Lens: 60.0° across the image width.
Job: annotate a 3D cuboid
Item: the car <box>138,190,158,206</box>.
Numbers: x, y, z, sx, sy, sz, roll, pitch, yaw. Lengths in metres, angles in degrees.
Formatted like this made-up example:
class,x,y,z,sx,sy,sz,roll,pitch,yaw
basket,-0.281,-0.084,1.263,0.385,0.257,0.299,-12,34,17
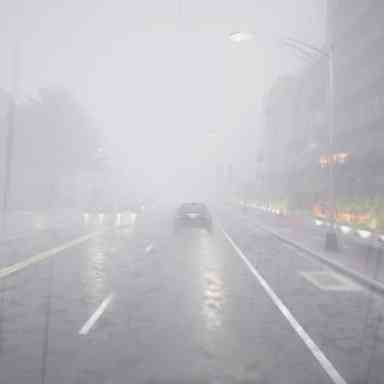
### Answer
class,x,y,z,sx,sy,sz,roll,pitch,yaw
car,-6.874,1.197,54.652,2.150,2.045,5.566,0,0,1

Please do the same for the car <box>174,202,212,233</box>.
class,x,y,z,sx,sy,sz,roll,pitch,yaw
car,0.057,1.352,19.978,2.097,1.767,4.553,0,0,0

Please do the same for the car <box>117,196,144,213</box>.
class,x,y,z,sx,sy,sz,roll,pitch,yaw
car,-6.976,1.481,37.101,1.837,1.490,4.892,0,0,0

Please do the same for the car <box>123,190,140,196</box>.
class,x,y,z,sx,sy,sz,roll,pitch,yaw
car,-10.368,1.188,55.059,2.150,2.045,5.566,0,0,1

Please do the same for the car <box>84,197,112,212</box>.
class,x,y,z,sx,sy,sz,roll,pitch,yaw
car,-10.475,1.317,37.210,2.097,1.767,4.553,0,0,0
